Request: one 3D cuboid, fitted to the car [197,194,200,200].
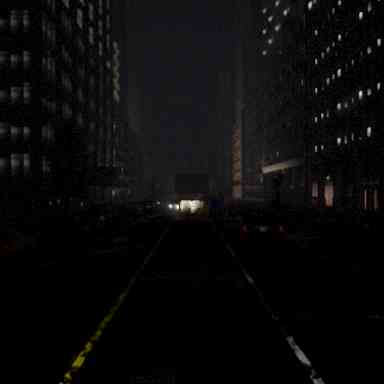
[{"bbox_3d":[2.698,1.645,76.977,2.008,1.369,4.403,-1,0,0],"label":"car"}]

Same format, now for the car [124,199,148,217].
[{"bbox_3d":[-5.692,1.589,31.510,2.008,1.369,4.403,-1,0,0],"label":"car"}]

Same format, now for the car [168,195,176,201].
[{"bbox_3d":[-5.680,1.554,94.030,1.967,1.590,4.097,-1,0,0],"label":"car"}]

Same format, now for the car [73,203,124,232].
[{"bbox_3d":[-5.695,1.465,20.143,1.967,1.590,4.097,-1,0,0],"label":"car"}]

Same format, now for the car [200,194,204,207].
[{"bbox_3d":[2.690,1.375,48.559,2.192,1.841,5.009,-1,0,0],"label":"car"}]

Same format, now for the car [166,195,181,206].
[{"bbox_3d":[-3.043,1.634,58.166,1.994,1.385,4.181,0,0,1],"label":"car"}]

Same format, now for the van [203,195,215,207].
[{"bbox_3d":[2.691,1.408,54.243,1.690,1.788,3.998,-1,0,0],"label":"van"}]

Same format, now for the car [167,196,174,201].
[{"bbox_3d":[-5.680,1.689,88.346,1.802,1.307,4.206,-1,0,0],"label":"car"}]

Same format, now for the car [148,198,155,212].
[{"bbox_3d":[-5.691,1.612,37.193,1.947,1.339,4.313,-1,0,0],"label":"car"}]

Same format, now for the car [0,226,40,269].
[{"bbox_3d":[-5.696,1.536,8.605,1.752,1.417,4.829,-1,0,0],"label":"car"}]

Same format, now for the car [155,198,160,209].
[{"bbox_3d":[-5.690,1.597,42.877,1.887,1.381,4.507,-1,0,0],"label":"car"}]

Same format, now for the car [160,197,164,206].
[{"bbox_3d":[-5.689,1.610,48.561,2.008,1.369,4.403,-1,0,0],"label":"car"}]

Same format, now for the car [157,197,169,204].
[{"bbox_3d":[-5.685,1.631,65.612,2.008,1.369,4.403,-1,0,0],"label":"car"}]

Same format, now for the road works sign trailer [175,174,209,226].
[{"bbox_3d":[0.009,0.493,23.546,2.380,3.560,2.880,0,0,0],"label":"road works sign trailer"}]

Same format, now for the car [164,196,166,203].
[{"bbox_3d":[-5.687,1.649,54.244,1.802,1.307,4.206,-1,0,0],"label":"car"}]

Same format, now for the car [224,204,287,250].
[{"bbox_3d":[2.684,1.458,14.457,1.967,1.590,4.097,-1,0,0],"label":"car"}]

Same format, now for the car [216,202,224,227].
[{"bbox_3d":[2.686,1.550,20.311,1.752,1.417,4.829,-1,0,0],"label":"car"}]

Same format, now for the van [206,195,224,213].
[{"bbox_3d":[2.688,1.387,37.192,1.690,1.788,3.998,-1,0,0],"label":"van"}]

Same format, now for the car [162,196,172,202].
[{"bbox_3d":[-5.683,1.645,76.978,2.008,1.369,4.403,-1,0,0],"label":"car"}]
